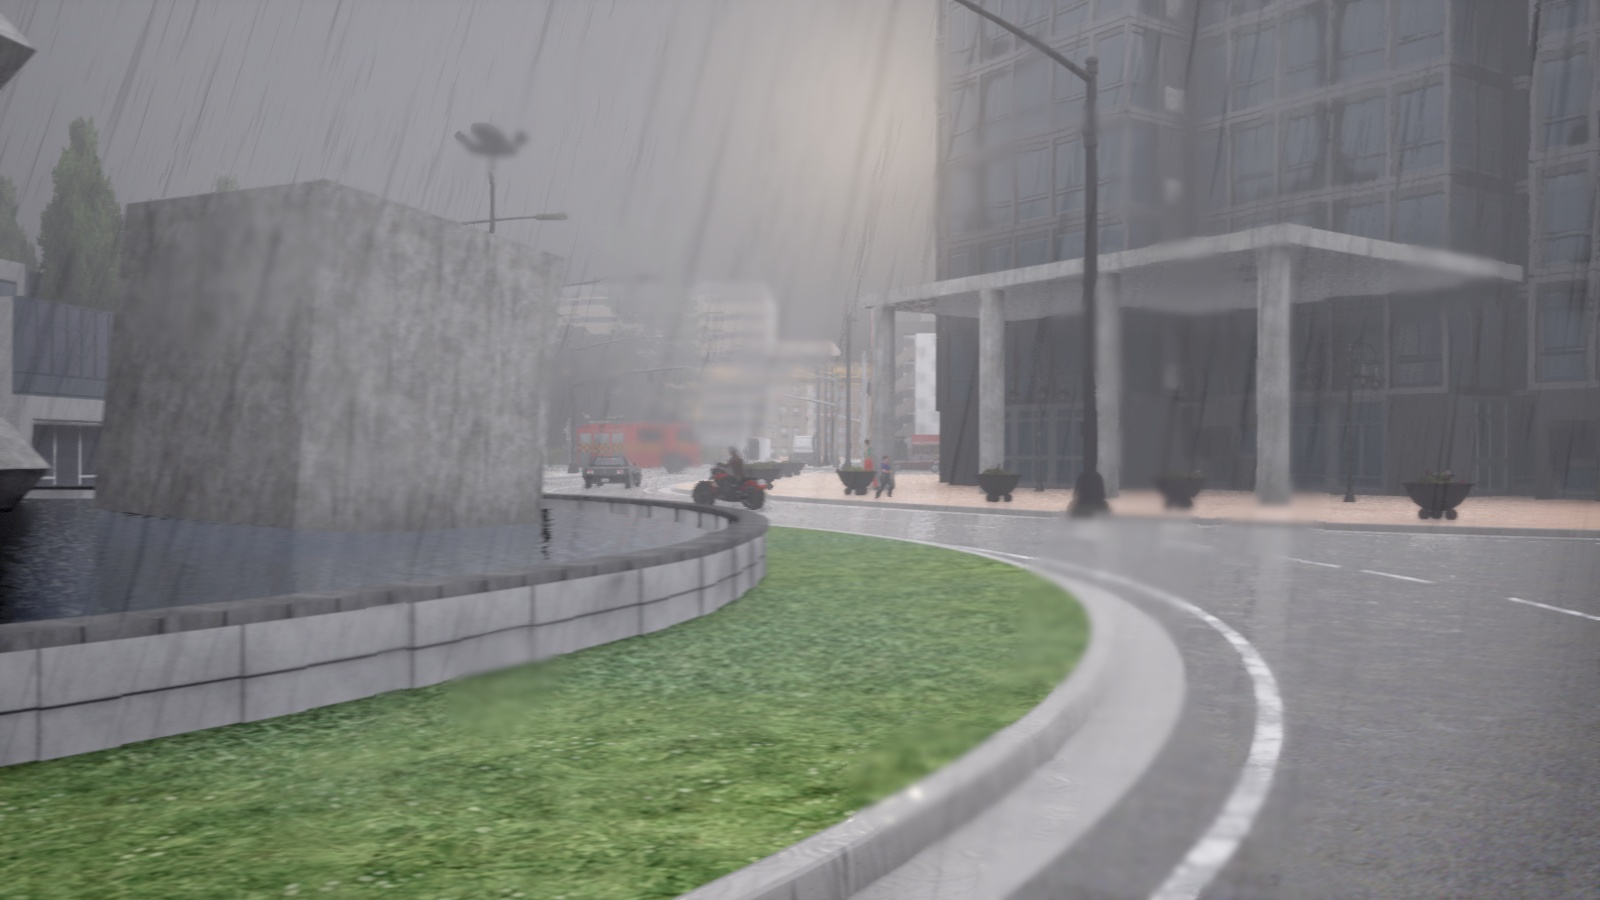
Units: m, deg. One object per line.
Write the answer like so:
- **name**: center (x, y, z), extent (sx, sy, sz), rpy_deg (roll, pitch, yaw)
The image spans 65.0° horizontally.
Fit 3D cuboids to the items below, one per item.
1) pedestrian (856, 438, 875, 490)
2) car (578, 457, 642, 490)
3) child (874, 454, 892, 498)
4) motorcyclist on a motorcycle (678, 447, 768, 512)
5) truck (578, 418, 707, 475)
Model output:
- **pedestrian**: center (2.345, 0.492, 45.072), extent (0.345, 1.836, 0.594), rpy_deg (0, 0, -43)
- **car**: center (-7.823, 0.945, 52.045), extent (1.895, 1.301, 4.718), rpy_deg (0, 0, 0)
- **child**: center (2.361, 0.736, 35.778), extent (0.270, 1.263, 0.437), rpy_deg (0, 0, -41)
- **motorcyclist on a motorcycle**: center (-2.027, 0.754, 32.864), extent (2.350, 1.649, 0.766), rpy_deg (0, 0, 35)
- **truck**: center (-10.858, -0.248, 87.043), extent (8.468, 3.827, 2.891), rpy_deg (0, 0, 5)
